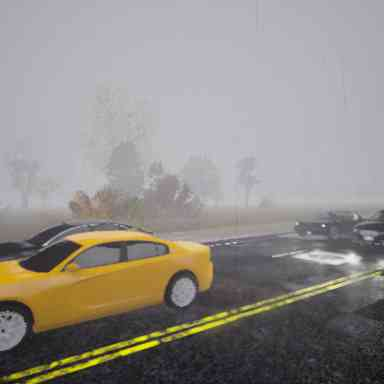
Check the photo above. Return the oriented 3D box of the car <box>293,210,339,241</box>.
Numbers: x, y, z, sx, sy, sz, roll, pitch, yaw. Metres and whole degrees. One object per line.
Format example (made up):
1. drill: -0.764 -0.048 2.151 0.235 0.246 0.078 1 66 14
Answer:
1. car: 7.355 1.631 17.182 4.718 1.301 1.895 0 0 -36

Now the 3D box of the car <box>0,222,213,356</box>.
1. car: -1.873 1.519 6.337 5.008 1.535 1.882 0 0 -37

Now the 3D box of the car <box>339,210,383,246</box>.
1. car: 8.704 1.502 14.141 4.902 1.511 2.128 0 0 -36

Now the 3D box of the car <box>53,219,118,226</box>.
1. car: -3.272 1.568 9.348 4.892 1.490 1.837 0 0 -37
